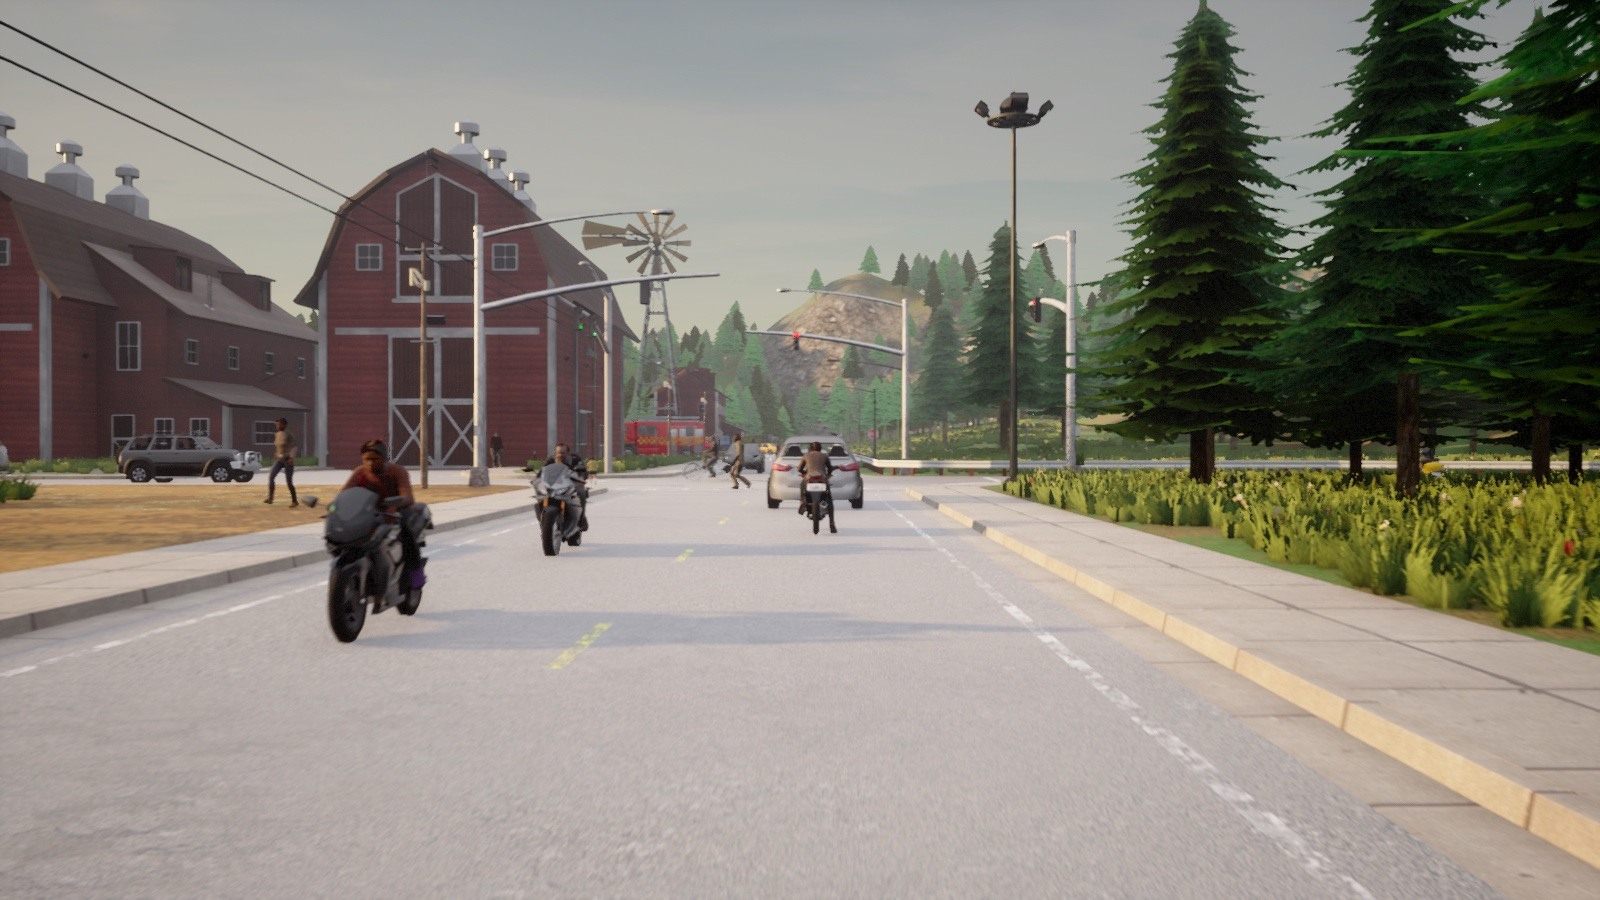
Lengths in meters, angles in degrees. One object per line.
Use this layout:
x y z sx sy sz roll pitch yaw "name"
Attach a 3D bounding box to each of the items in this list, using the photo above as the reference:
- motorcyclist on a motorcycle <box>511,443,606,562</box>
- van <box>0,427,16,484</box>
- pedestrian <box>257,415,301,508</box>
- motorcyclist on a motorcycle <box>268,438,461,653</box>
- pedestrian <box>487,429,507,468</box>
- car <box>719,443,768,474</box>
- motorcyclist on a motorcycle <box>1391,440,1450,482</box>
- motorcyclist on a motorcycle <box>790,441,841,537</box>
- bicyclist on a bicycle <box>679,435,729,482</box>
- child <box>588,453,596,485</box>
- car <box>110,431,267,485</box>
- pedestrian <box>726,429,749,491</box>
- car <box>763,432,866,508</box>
-3.285 0.681 17.283 0.866 1.530 2.191 0 0 1 "motorcyclist on a motorcycle"
-30.474 0.196 44.351 4.442 1.987 1.775 0 0 0 "van"
-10.356 0.225 24.993 0.328 1.805 0.869 0 0 17 "pedestrian"
-3.366 0.669 9.942 0.797 1.523 2.044 0 1 1 "motorcyclist on a motorcycle"
-14.304 -0.085 59.219 0.634 1.844 0.899 0 0 -34 "pedestrian"
-2.785 0.391 62.532 2.163 1.488 4.792 0 0 1 "car"
23.829 0.422 48.236 1.817 1.590 0.866 0 0 0 "motorcyclist on a motorcycle"
0.255 0.611 20.867 0.797 1.523 2.044 0 0 1 "motorcyclist on a motorcycle"
-3.655 0.324 48.043 1.843 1.776 0.659 0 0 0 "bicyclist on a bicycle"
-7.129 0.653 43.073 0.255 1.110 0.394 0 0 -10 "child"
-21.579 0.264 44.415 4.605 1.855 1.932 0 1 0 "car"
-1.947 0.315 39.318 0.692 1.930 0.396 0 0 0 "pedestrian"
0.352 0.423 29.780 2.242 1.667 4.611 0 0 1 "car"
